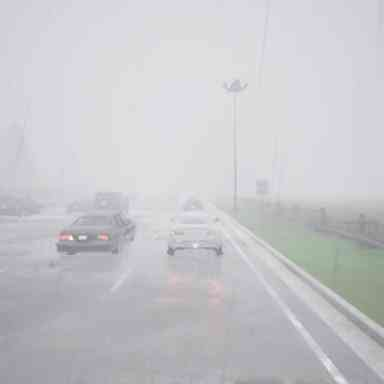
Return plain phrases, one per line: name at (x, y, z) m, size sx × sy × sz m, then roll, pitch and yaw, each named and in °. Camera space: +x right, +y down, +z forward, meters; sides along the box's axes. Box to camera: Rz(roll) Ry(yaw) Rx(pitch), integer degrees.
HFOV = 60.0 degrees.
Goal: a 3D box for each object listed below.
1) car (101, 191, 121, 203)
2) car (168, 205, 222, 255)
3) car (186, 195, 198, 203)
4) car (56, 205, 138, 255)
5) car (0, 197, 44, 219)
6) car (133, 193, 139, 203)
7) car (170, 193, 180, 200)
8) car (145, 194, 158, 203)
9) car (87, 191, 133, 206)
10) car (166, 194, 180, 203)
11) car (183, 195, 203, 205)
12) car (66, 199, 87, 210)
car at (-13.982, 0.780, 57.684) m, size 2.150 × 2.045 × 5.566 m, roll 0°, pitch 0°, yaw 0°
car at (0.104, 1.427, 12.738) m, size 1.812 × 1.442 × 4.674 m, roll 0°, pitch 0°, yaw 0°
car at (0.018, 1.155, 58.066) m, size 1.895 × 1.301 × 4.718 m, roll 0°, pitch 0°, yaw 0°
car at (-3.398, 1.448, 12.854) m, size 2.033 × 1.411 × 5.357 m, roll 0°, pitch 0°, yaw 0°
car at (-13.893, 1.146, 26.963) m, size 2.097 × 1.767 × 4.553 m, roll 0°, pitch 0°, yaw 0°
car at (-10.482, 0.907, 58.008) m, size 2.097 × 1.767 × 4.553 m, roll 0°, pitch 0°, yaw 0°
car at (-3.485, 0.961, 67.712) m, size 1.895 × 1.301 × 4.718 m, roll 0°, pitch 0°, yaw 0°
car at (-6.982, 1.046, 58.038) m, size 2.128 × 1.511 × 4.902 m, roll 0°, pitch 0°, yaw 0°
car at (-6.890, 1.000, 28.714) m, size 2.150 × 2.045 × 5.566 m, roll 0°, pitch 0°, yaw 0°
car at (-3.482, 1.058, 58.070) m, size 1.837 × 1.490 × 4.892 m, roll 0°, pitch 0°, yaw 0°
car at (0.109, 1.318, 31.904) m, size 1.994 × 1.385 × 4.181 m, roll 0°, pitch 0°, yaw 0°
car at (-10.390, 1.320, 31.767) m, size 1.994 × 1.385 × 4.181 m, roll 0°, pitch 0°, yaw 0°
